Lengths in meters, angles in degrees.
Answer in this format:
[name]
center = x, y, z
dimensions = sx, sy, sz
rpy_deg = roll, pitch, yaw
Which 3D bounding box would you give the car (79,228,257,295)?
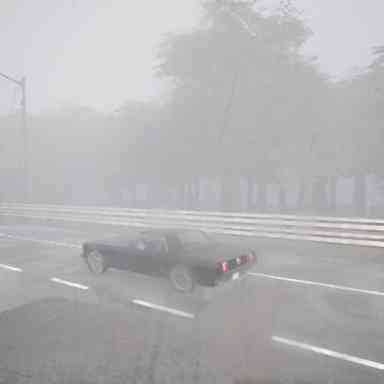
[car]
center = -0.827, 1.601, 8.756
dimensions = 4.718, 1.301, 1.895
rpy_deg = 0, 0, 36
